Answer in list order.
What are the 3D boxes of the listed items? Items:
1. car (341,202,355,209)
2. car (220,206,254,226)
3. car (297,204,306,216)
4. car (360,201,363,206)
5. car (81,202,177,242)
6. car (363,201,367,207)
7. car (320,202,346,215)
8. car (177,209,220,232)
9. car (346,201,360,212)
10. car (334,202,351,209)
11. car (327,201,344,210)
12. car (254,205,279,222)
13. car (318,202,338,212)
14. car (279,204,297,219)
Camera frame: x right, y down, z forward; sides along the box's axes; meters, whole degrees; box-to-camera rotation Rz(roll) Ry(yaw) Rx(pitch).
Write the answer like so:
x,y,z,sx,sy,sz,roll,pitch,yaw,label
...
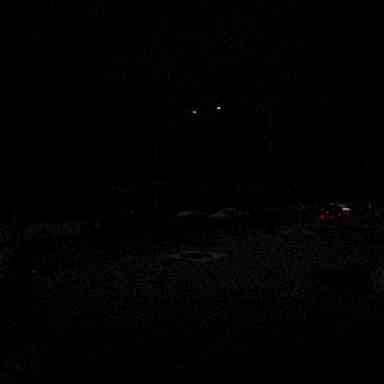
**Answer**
x,y,z,sx,sy,sz,roll,pitch,yaw,label
31.039,2.576,66.013,1.802,1.307,4.206,-1,-1,35,car
2.829,1.835,26.203,1.752,1.417,4.829,-1,-1,35,car
12.298,2.092,39.565,2.008,1.369,4.403,-1,-1,35,car
34.163,2.635,70.421,1.947,1.339,4.313,-1,-1,35,car
-3.320,1.474,17.529,2.192,1.841,5.009,-1,-1,35,car
40.409,2.789,79.236,1.947,1.339,4.313,-1,-1,35,car
18.110,2.243,43.014,1.895,1.301,4.718,0,-1,35,car
-0.197,1.818,21.932,1.802,1.307,4.206,-1,-1,35,car
23.902,2.274,51.192,2.128,1.511,4.902,0,-1,35,car
27.916,2.485,61.605,1.947,1.339,4.313,-1,-1,35,car
24.694,2.367,57.059,1.752,1.417,4.829,-1,-1,35,car
6.051,1.955,30.749,1.947,1.339,4.313,-1,-1,35,car
21.669,2.319,52.789,2.008,1.369,4.403,-1,-1,35,car
9.174,2.031,35.157,1.947,1.339,4.313,-1,-1,35,car
